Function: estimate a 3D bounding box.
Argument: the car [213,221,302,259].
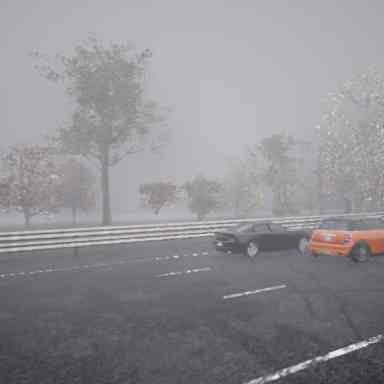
[{"bbox_3d":[3.352,2.105,15.604,5.008,1.535,1.882,0,-3,-29],"label":"car"}]

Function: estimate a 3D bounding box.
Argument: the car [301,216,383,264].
[{"bbox_3d":[7.022,1.773,13.638,4.553,1.767,2.097,0,-3,-28],"label":"car"}]
